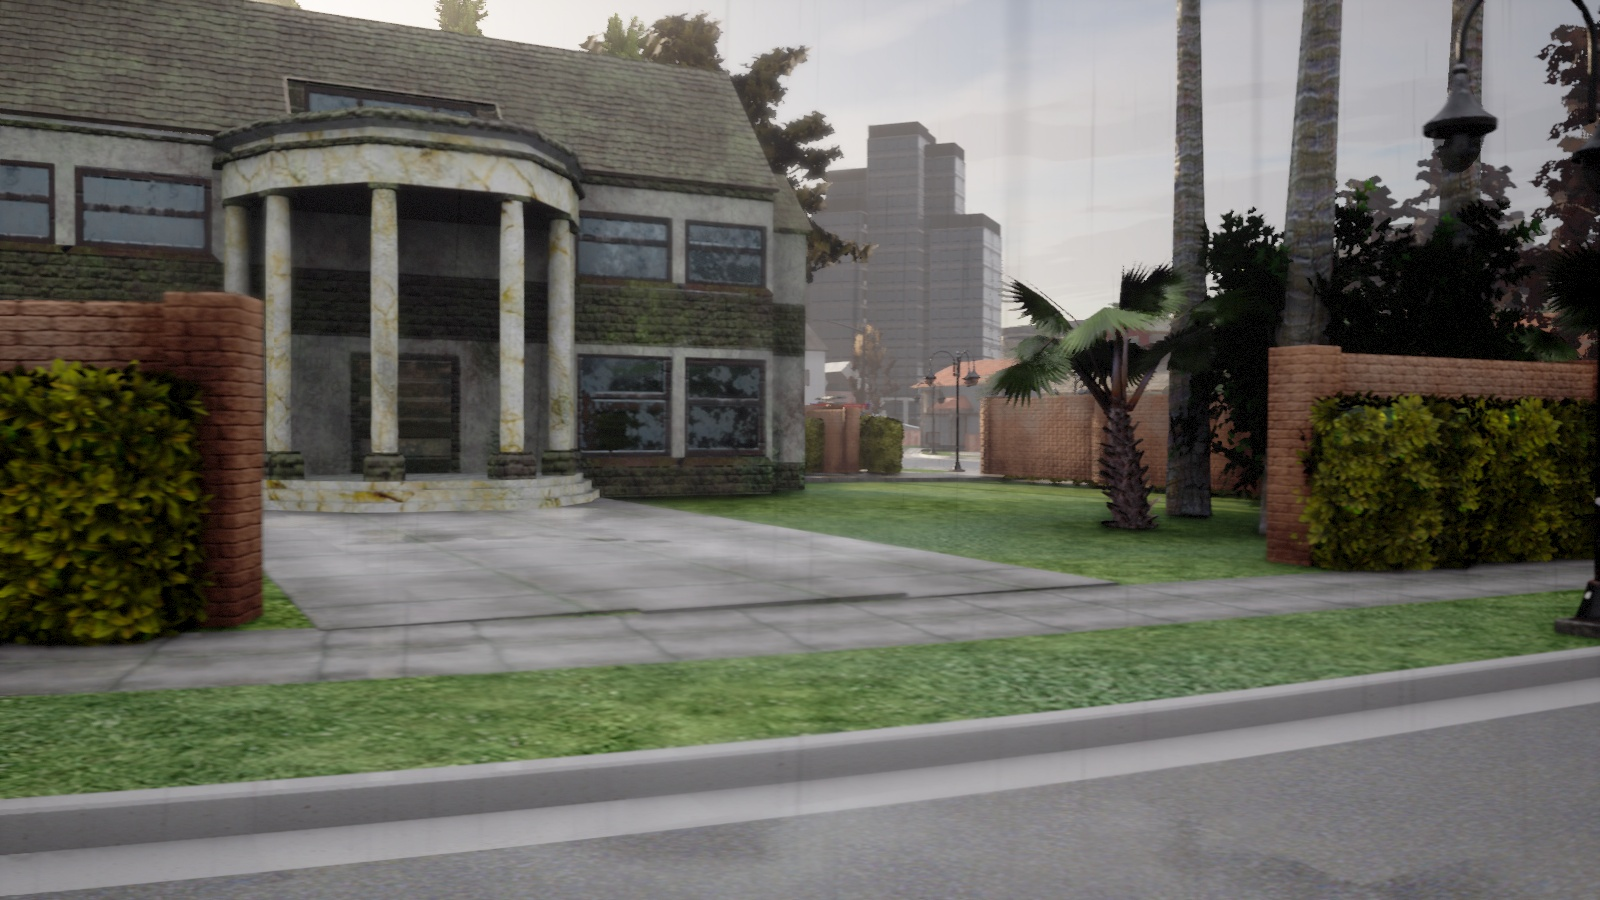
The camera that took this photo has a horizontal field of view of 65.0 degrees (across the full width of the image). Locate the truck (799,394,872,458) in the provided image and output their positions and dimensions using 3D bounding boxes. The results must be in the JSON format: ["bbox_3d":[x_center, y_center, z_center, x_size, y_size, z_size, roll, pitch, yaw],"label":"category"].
[{"bbox_3d":[2.147,-1.526,80.600,2.891,3.827,8.468,-1,1,-10],"label":"truck"}]
